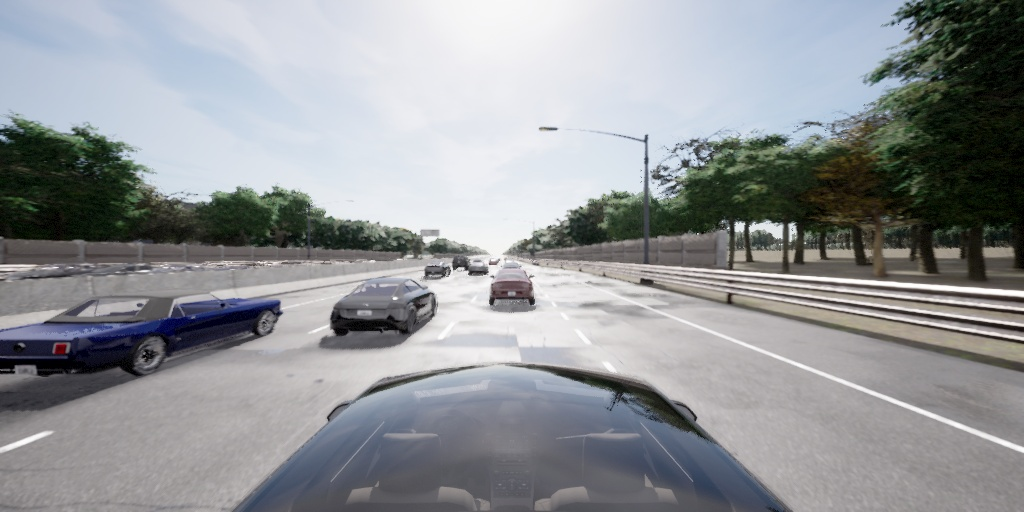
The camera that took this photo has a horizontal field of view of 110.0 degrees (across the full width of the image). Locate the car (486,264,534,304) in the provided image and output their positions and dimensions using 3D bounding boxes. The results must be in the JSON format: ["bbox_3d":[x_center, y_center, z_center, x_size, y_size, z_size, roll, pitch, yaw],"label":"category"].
[{"bbox_3d":[-0.012,1.279,16.098,1.812,1.442,4.674,0,0,0],"label":"car"}]

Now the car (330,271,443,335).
[{"bbox_3d":[-3.502,1.319,10.523,1.994,1.385,4.181,0,0,0],"label":"car"}]

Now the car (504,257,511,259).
[{"bbox_3d":[-0.265,1.318,56.051,2.033,1.411,5.357,0,0,-1],"label":"car"}]

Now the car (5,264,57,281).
[{"bbox_3d":[-28.030,1.204,22.552,2.128,1.511,4.902,0,0,0],"label":"car"}]

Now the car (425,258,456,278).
[{"bbox_3d":[-7.089,1.246,34.556,2.128,1.511,4.902,0,0,0],"label":"car"}]

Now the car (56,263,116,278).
[{"bbox_3d":[-24.530,1.263,22.565,1.837,1.490,4.892,0,0,0],"label":"car"}]

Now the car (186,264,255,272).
[{"bbox_3d":[-17.530,1.325,22.590,1.994,1.385,4.181,0,0,0],"label":"car"}]

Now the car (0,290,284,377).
[{"bbox_3d":[-6.998,1.356,7.387,1.895,1.301,4.718,0,0,0],"label":"car"}]

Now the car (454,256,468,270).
[{"bbox_3d":[-7.219,0.988,51.404,2.150,2.045,5.566,0,0,-1],"label":"car"}]

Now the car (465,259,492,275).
[{"bbox_3d":[-3.620,1.318,39.309,1.994,1.385,4.181,0,0,0],"label":"car"}]

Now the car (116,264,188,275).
[{"bbox_3d":[-21.030,1.265,22.578,2.128,1.511,4.902,0,0,0],"label":"car"}]

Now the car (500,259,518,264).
[{"bbox_3d":[-0.080,1.277,32.891,1.812,1.442,4.674,0,0,0],"label":"car"}]
